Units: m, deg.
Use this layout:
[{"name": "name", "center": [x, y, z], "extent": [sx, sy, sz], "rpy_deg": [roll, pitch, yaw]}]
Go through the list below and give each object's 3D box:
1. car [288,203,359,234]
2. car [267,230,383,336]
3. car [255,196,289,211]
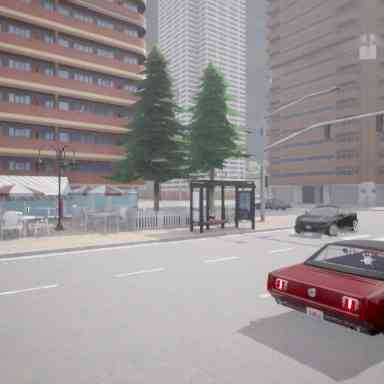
[{"name": "car", "center": [7.502, 1.480, 18.250], "extent": [1.882, 1.535, 5.008], "rpy_deg": [1, 1, 44]}, {"name": "car", "center": [3.718, 1.601, 6.461], "extent": [4.718, 1.301, 1.895], "rpy_deg": [0, 0, -36]}, {"name": "car", "center": [10.147, 1.603, 42.604], "extent": [2.033, 1.411, 5.357], "rpy_deg": [0, 0, -36]}]
